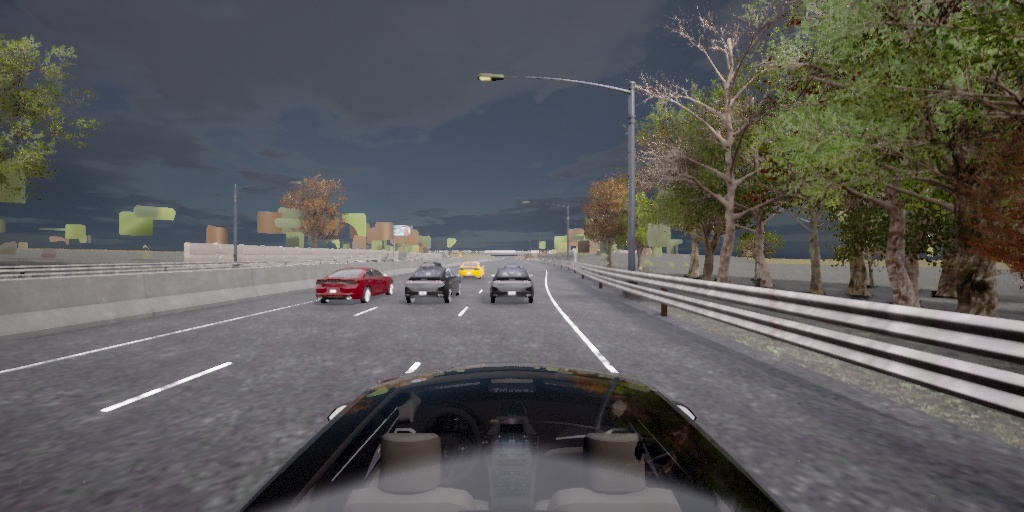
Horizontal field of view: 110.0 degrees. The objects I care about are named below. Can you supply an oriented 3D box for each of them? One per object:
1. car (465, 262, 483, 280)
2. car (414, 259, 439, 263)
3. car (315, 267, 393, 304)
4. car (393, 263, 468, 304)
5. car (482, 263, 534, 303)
[{"bbox_3d":[-3.500,1.244,31.501,1.882,1.535,5.008,0,0,0],"label":"car"},{"bbox_3d":[-7.000,1.276,31.501,1.837,1.490,4.892,0,0,0],"label":"car"},{"bbox_3d":[-7.000,1.234,16.501,1.882,1.535,5.008,0,0,0],"label":"car"},{"bbox_3d":[-3.500,1.245,16.501,2.128,1.511,4.902,0,0,0],"label":"car"},{"bbox_3d":[0.000,1.245,16.501,2.128,1.511,4.902,0,0,0],"label":"car"}]
